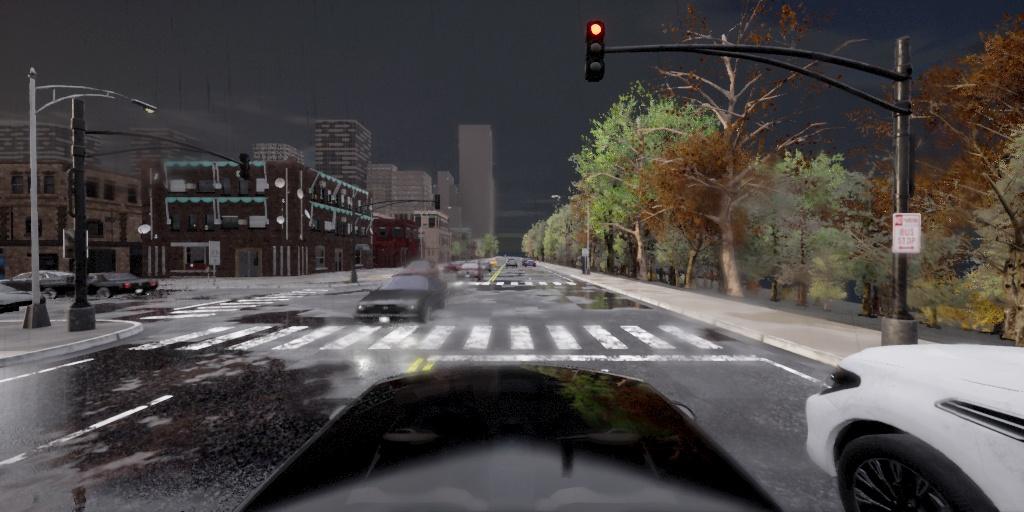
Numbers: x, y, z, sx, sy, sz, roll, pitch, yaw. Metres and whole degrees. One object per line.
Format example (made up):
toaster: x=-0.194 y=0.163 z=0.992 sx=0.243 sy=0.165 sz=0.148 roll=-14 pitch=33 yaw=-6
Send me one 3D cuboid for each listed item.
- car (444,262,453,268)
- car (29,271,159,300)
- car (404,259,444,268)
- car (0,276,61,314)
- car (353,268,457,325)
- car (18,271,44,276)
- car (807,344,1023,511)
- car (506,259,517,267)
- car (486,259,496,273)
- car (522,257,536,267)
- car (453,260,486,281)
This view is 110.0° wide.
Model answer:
car: x=-6.675 y=1.337 z=41.428 sx=1.895 sy=1.301 sz=4.718 roll=0 pitch=0 yaw=0
car: x=-21.708 y=1.562 z=18.842 sx=4.718 sy=1.301 sz=1.895 roll=-1 pitch=1 yaw=2
car: x=-6.648 y=1.095 z=26.156 sx=2.097 sy=1.767 sz=4.553 roll=0 pitch=0 yaw=0
car: x=-19.969 y=1.565 z=13.115 sx=4.313 sy=1.339 sz=1.948 roll=0 pitch=0 yaw=0
car: x=-3.371 y=1.295 z=12.125 sx=2.033 sy=1.411 sz=5.357 roll=0 pitch=0 yaw=0
car: x=-28.318 y=1.560 z=21.612 sx=4.403 sy=1.370 sz=2.007 roll=0 pitch=0 yaw=0
car: x=3.356 y=0.972 z=0.357 sx=2.150 sy=2.045 sz=5.566 roll=0 pitch=0 yaw=0
car: x=-0.030 y=1.290 z=64.091 sx=1.994 sy=1.385 sz=4.181 roll=0 pitch=0 yaw=0
car: x=-3.429 y=1.226 z=43.375 sx=2.128 sy=1.511 sz=4.902 roll=0 pitch=0 yaw=0
car: x=3.227 y=1.252 z=64.060 sx=1.812 sy=1.442 sz=4.674 roll=0 pitch=0 yaw=0
car: x=-3.402 y=1.267 z=29.607 sx=1.812 sy=1.442 sz=4.674 roll=0 pitch=0 yaw=0
